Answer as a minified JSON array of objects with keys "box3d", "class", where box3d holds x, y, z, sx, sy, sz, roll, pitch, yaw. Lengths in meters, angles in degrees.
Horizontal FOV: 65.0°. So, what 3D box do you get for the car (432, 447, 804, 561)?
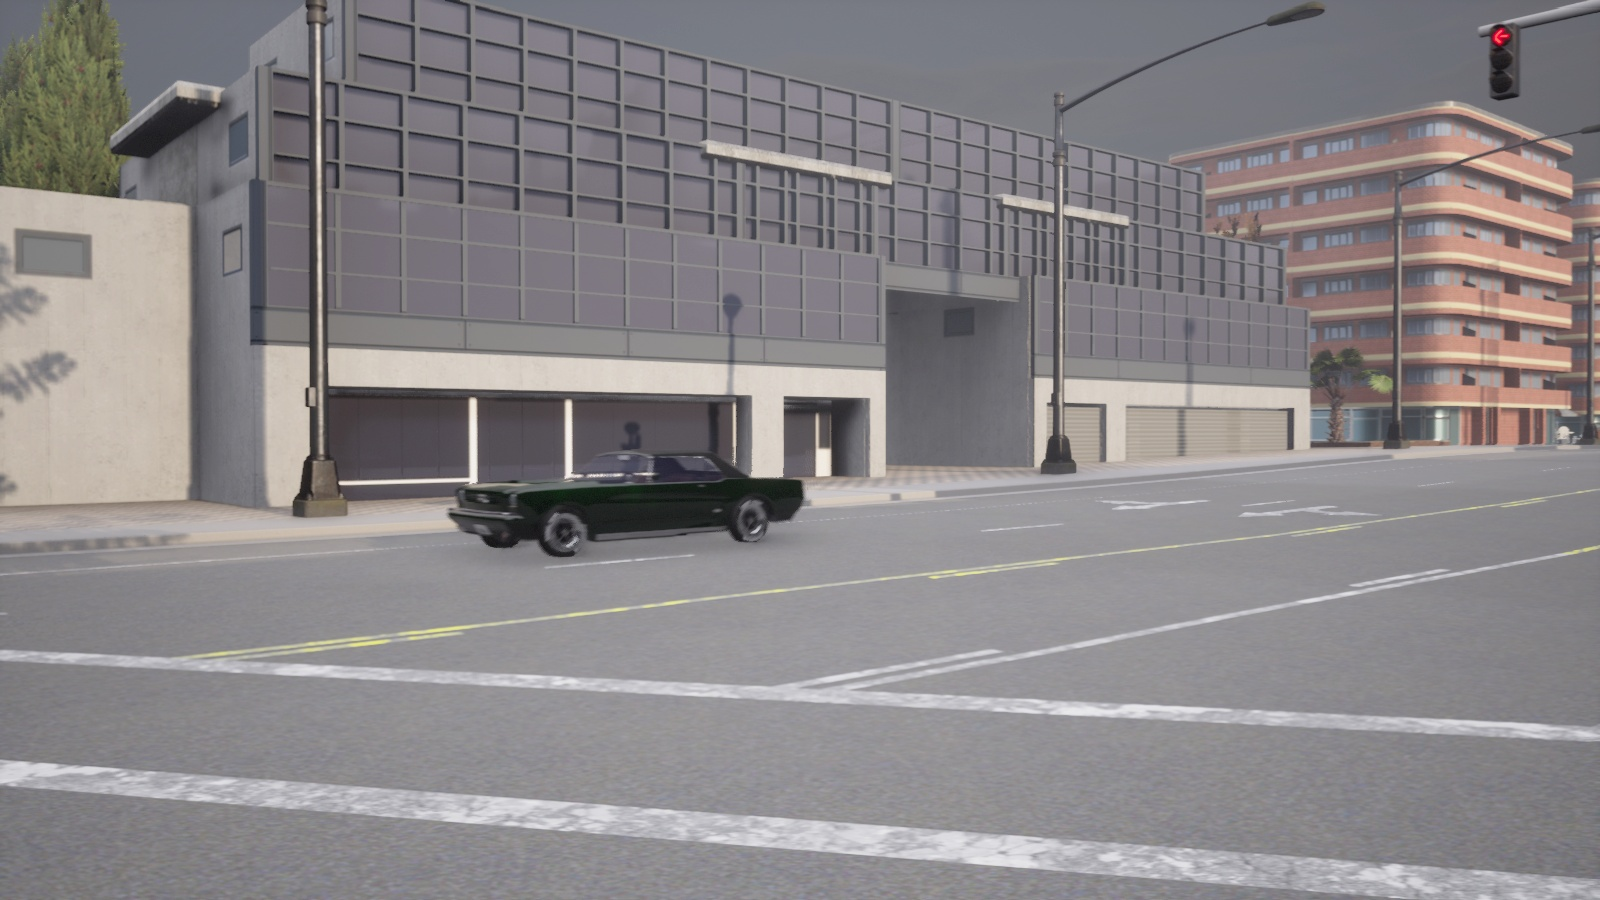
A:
[{"box3d":[-2.356,0.633,17.073,4.718,1.301,1.895,-1,1,-40],"class":"car"}]
